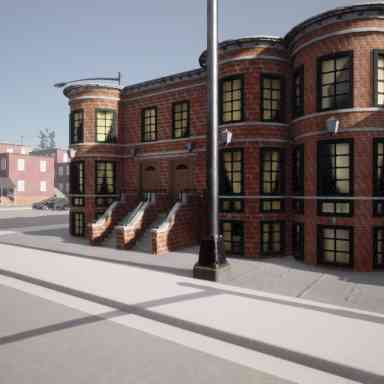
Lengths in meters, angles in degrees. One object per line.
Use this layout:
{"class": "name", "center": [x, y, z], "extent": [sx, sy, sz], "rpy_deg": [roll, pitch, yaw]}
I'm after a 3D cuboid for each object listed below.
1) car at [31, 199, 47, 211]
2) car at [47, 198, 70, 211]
{"class": "car", "center": [-17.454, 1.505, 41.510], "extent": [1.837, 1.490, 4.892], "rpy_deg": [0, 0, 36]}
{"class": "car", "center": [-14.229, 1.490, 40.001], "extent": [2.128, 1.511, 4.902], "rpy_deg": [0, 0, 36]}
